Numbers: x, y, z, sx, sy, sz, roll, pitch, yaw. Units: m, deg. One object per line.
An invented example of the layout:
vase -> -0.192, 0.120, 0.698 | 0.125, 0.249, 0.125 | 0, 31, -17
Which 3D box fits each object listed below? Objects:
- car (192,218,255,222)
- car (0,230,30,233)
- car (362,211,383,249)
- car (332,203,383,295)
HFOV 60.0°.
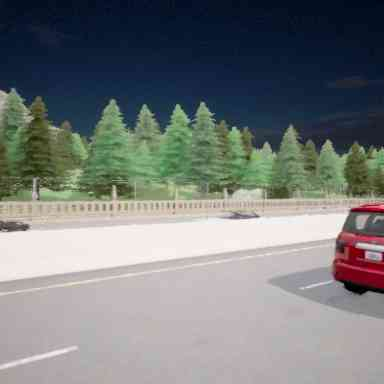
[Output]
car -> 2.273, 1.686, 18.456 | 4.718, 1.301, 1.895 | 0, 0, -35
car -> -9.679, 1.603, 14.279 | 4.718, 1.301, 1.895 | 0, 0, -35
car -> 9.921, 1.620, 15.120 | 4.892, 1.490, 1.837 | 0, 0, -35
car -> 5.526, 1.282, 7.685 | 5.566, 2.045, 2.150 | 0, 0, -36
